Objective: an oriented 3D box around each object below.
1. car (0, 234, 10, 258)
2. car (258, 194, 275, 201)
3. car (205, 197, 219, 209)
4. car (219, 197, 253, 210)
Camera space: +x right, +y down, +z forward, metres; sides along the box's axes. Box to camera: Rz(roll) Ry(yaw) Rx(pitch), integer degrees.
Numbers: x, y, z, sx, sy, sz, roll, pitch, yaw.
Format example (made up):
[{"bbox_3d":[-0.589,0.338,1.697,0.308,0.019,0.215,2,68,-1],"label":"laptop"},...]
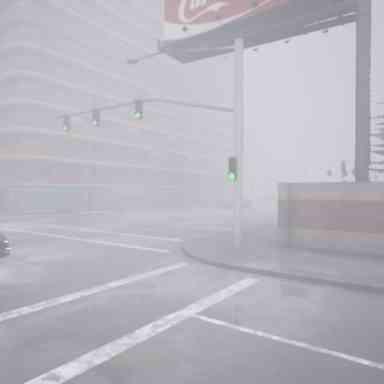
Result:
[{"bbox_3d":[-7.596,1.457,8.974,1.837,1.490,4.892,0,0,35],"label":"car"},{"bbox_3d":[12.797,1.046,56.138,1.837,1.490,4.892,0,0,35],"label":"car"},{"bbox_3d":[3.582,1.383,43.227,2.128,1.511,4.902,0,0,35],"label":"car"},{"bbox_3d":[5.623,1.387,40.049,1.882,1.535,5.008,0,0,35],"label":"car"}]
